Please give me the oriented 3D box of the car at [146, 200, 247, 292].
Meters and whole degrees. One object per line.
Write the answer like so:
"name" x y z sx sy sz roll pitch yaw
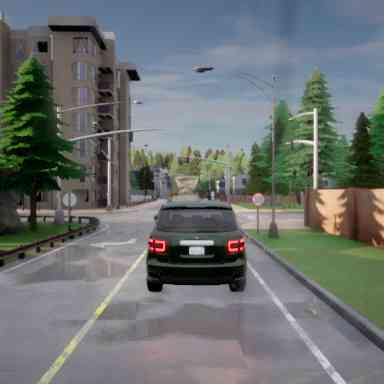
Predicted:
"car" 0.095 1.221 9.060 2.150 2.045 5.566 0 0 0
